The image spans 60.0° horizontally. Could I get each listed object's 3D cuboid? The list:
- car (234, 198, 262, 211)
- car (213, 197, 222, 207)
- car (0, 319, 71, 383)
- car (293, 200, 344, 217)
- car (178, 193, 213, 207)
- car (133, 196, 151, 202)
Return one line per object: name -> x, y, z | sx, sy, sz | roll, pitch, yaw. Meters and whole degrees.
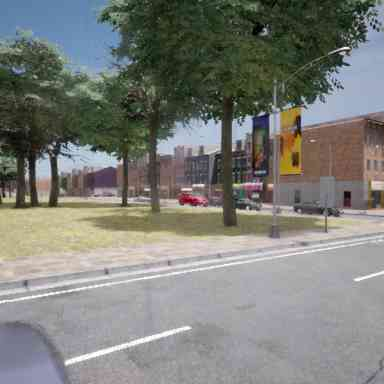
car -> 6.352, 1.496, 40.431 | 1.837, 1.490, 4.892 | 1, 0, -35
car -> 2.543, 1.428, 50.862 | 2.128, 1.511, 4.902 | 1, 0, -35
car -> -3.229, 1.547, 1.382 | 5.357, 1.411, 2.033 | 0, 0, -36
car -> 12.178, 1.588, 32.240 | 1.837, 1.490, 4.892 | 1, 0, -35
car -> 0.151, 1.136, 49.165 | 2.150, 2.045, 5.566 | 1, 0, -35
car -> -10.391, 1.448, 69.023 | 1.895, 1.301, 4.718 | 1, 0, -35
